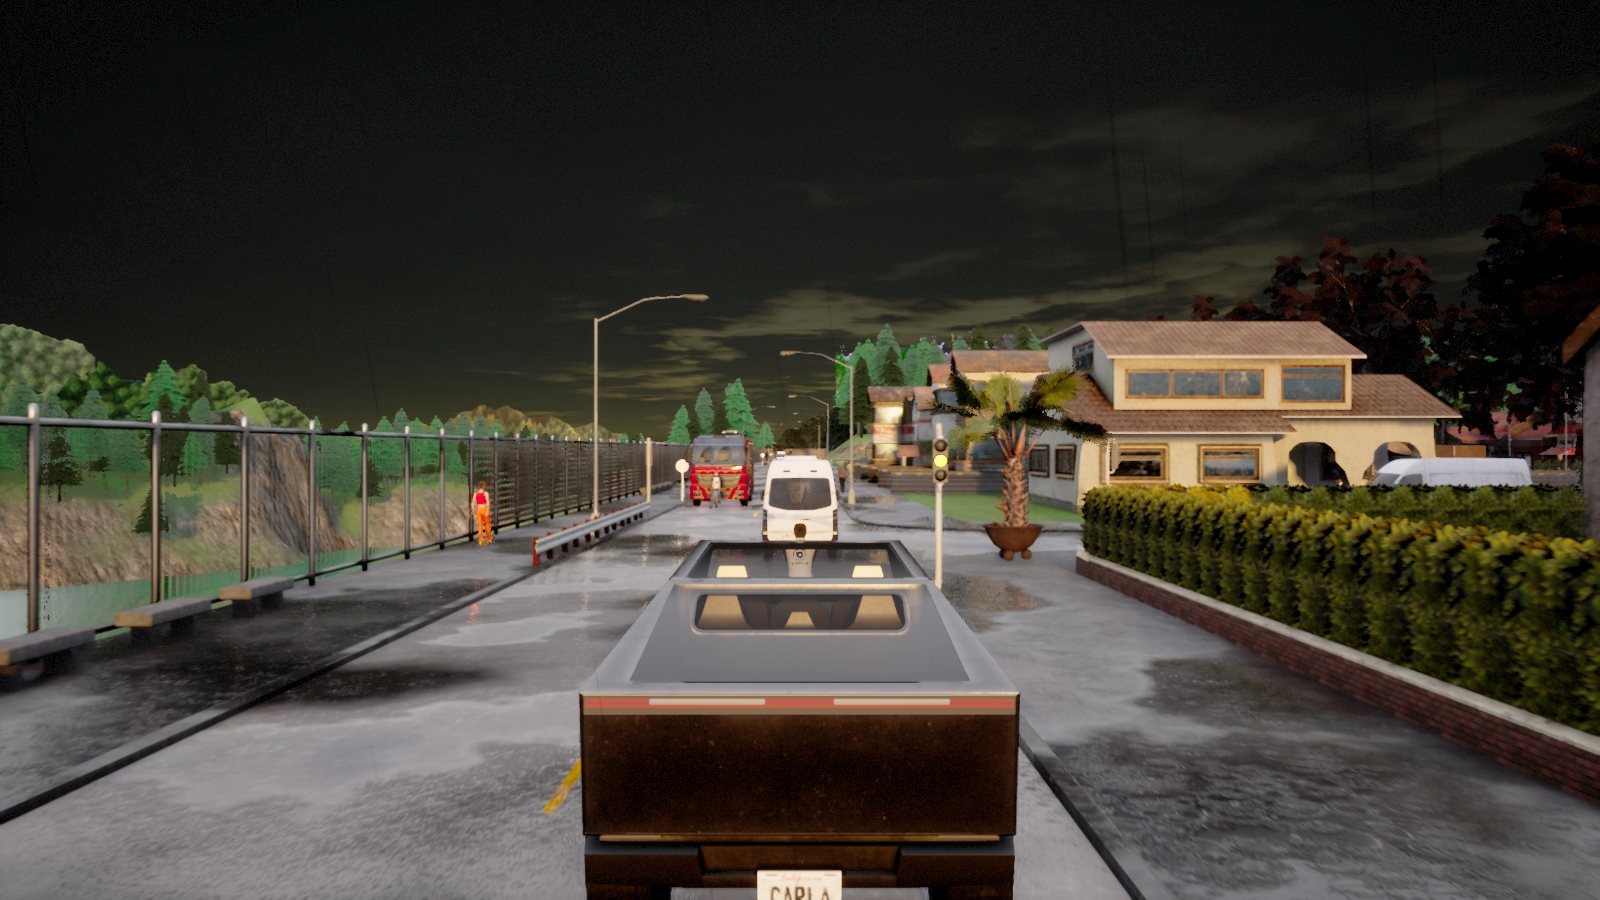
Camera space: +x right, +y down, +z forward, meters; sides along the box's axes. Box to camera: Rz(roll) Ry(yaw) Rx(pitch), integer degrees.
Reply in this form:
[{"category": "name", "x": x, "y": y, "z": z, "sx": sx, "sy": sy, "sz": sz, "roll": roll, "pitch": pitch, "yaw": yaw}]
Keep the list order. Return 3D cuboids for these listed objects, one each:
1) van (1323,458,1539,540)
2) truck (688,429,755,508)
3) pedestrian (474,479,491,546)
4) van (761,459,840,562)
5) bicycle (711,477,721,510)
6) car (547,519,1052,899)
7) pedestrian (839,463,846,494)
[{"category": "van", "x": 20.339, "y": 1.546, "z": 36.997, "sx": 5.915, "sy": 2.561, "sz": 1.988, "roll": 0, "pitch": 0, "yaw": 0}, {"category": "truck", "x": -3.988, "y": 0.909, "z": 59.656, "sx": 2.891, "sy": 3.827, "sz": 8.468, "roll": 0, "pitch": 0, "yaw": 0}, {"category": "pedestrian", "x": -8.969, "y": 1.755, "z": 32.280, "sx": 0.375, "sy": 1.860, "sz": 0.375, "roll": 0, "pitch": 0, "yaw": 1}, {"category": "van", "x": 0.009, "y": 1.544, "z": 31.869, "sx": 1.988, "sy": 2.561, "sz": 5.915, "roll": 0, "pitch": 0, "yaw": 0}, {"category": "bicycle", "x": -3.987, "y": 2.073, "z": 54.368, "sx": 0.373, "sy": 1.496, "sz": 1.643, "roll": 0, "pitch": 0, "yaw": 0}, {"category": "car", "x": 0.000, "y": 1.756, "z": 8.549, "sx": 2.390, "sy": 2.098, "sz": 6.274, "roll": 0, "pitch": 0, "yaw": 0}, {"category": "pedestrian", "x": 2.623, "y": 1.766, "z": 70.736, "sx": 0.375, "sy": 1.860, "sz": 0.375, "roll": 0, "pitch": 0, "yaw": 9}]
